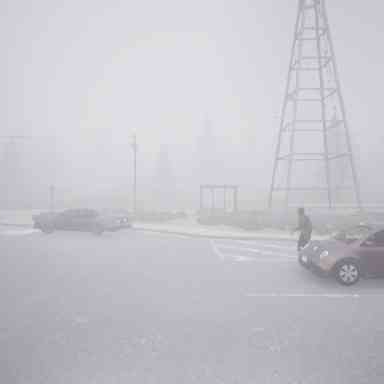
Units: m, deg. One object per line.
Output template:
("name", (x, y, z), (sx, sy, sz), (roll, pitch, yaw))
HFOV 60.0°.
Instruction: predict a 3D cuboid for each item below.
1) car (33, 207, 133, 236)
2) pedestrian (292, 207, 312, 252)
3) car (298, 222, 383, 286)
("car", (-5.956, 1.547, 18.235), (5.357, 1.411, 2.033), (0, 0, 16))
("pedestrian", (3.336, 1.294, 9.978), (0.375, 1.860, 0.375), (0, 0, -5))
("car", (4.890, 1.521, 8.735), (3.905, 1.438, 1.784), (0, 0, 0))
